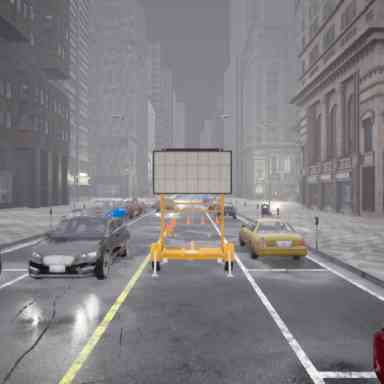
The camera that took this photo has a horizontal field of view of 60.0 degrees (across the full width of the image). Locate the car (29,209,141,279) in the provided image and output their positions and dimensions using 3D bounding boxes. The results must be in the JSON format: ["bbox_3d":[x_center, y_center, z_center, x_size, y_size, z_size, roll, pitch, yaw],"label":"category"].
[{"bbox_3d":[-3.087,1.490,10.074,2.128,1.511,4.902,0,0,0],"label":"car"}]

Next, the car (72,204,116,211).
[{"bbox_3d":[-5.744,1.549,17.755,2.008,1.369,4.403,0,0,0],"label":"car"}]

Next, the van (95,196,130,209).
[{"bbox_3d":[-5.737,1.339,23.281,1.690,1.788,3.998,0,0,0],"label":"van"}]

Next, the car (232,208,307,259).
[{"bbox_3d":[2.787,1.524,12.374,1.752,1.417,4.829,0,0,0],"label":"car"}]

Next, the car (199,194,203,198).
[{"bbox_3d":[2.860,1.542,61.929,1.887,1.381,4.507,0,0,0],"label":"car"}]

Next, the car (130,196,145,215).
[{"bbox_3d":[-5.730,1.313,28.806,2.192,1.841,5.009,0,0,0],"label":"car"}]

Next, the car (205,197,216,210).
[{"bbox_3d":[2.827,1.579,39.829,1.802,1.307,4.206,0,0,0],"label":"car"}]

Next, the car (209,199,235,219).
[{"bbox_3d":[2.811,1.548,28.779,2.008,1.369,4.403,0,0,0],"label":"car"}]

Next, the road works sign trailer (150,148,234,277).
[{"bbox_3d":[0.013,0.463,10.245,2.380,3.560,2.880,0,0,0],"label":"road works sign trailer"}]

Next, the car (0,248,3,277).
[{"bbox_3d":[-5.755,1.439,6.704,1.967,1.590,4.097,0,0,0],"label":"car"}]

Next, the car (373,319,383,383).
[{"bbox_3d":[2.771,1.315,1.155,2.192,1.841,5.009,0,0,0],"label":"car"}]

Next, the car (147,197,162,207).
[{"bbox_3d":[-5.707,1.541,50.908,1.887,1.381,4.507,0,0,0],"label":"car"}]

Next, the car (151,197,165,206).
[{"bbox_3d":[-5.701,1.541,56.433,1.887,1.381,4.507,0,0,0],"label":"car"}]

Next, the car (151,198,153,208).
[{"bbox_3d":[-5.713,1.522,45.212,1.752,1.417,4.829,0,0,0],"label":"car"}]

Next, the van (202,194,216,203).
[{"bbox_3d":[2.844,1.338,50.879,1.690,1.788,3.998,0,0,0],"label":"van"}]

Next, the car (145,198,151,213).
[{"bbox_3d":[-5.725,1.542,34.331,1.887,1.381,4.507,0,0,0],"label":"car"}]

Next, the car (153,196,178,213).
[{"bbox_3d":[-2.951,1.502,37.275,1.837,1.490,4.892,0,0,0],"label":"car"}]

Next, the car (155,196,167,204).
[{"bbox_3d":[-5.695,1.542,61.958,1.887,1.381,4.507,0,0,0],"label":"car"}]
